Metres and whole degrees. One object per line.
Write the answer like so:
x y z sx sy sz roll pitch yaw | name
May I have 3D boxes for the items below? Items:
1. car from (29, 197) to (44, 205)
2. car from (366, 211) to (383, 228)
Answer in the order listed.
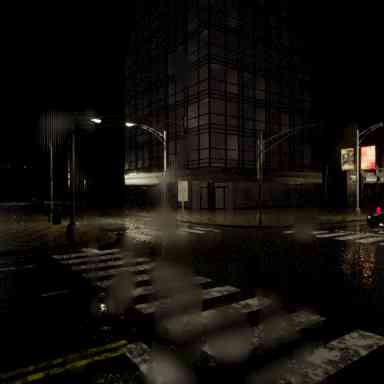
-28.700 1.690 61.445 2.033 1.411 5.357 0 0 -36 | car
12.934 1.605 20.803 4.718 1.301 1.895 0 0 -35 | car
